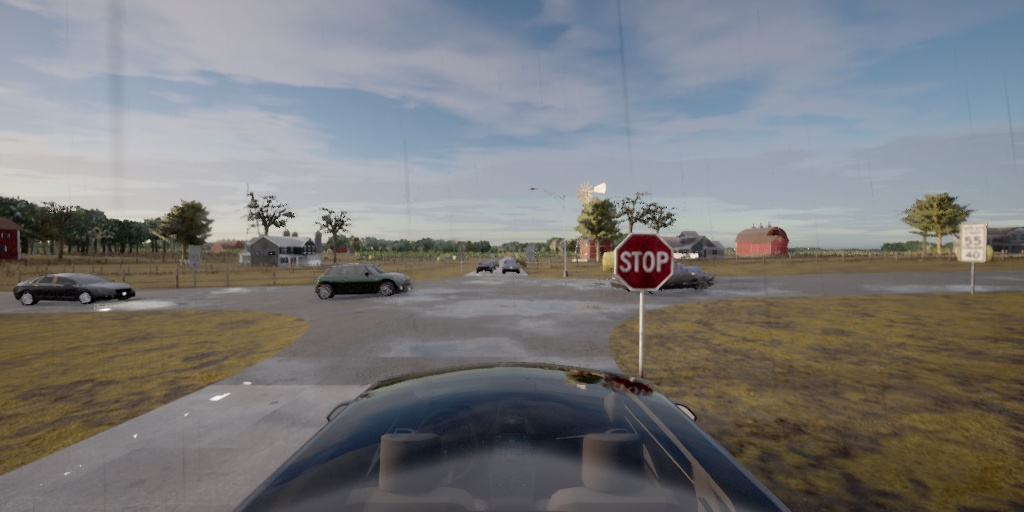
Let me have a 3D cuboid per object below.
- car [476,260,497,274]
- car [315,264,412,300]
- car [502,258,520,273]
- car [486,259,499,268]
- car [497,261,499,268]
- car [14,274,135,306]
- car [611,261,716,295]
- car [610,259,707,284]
[{"bbox_3d":[-3.090,1.325,41.304,1.895,1.301,4.718,0,0,-1],"label":"car"},{"bbox_3d":[-7.615,1.211,18.675,4.553,1.767,2.097,-2,0,0],"label":"car"},{"bbox_3d":[-0.135,1.287,42.665,1.994,1.385,4.181,0,0,-1],"label":"car"},{"bbox_3d":[-3.207,1.297,60.885,1.994,1.385,4.181,0,0,0],"label":"car"},{"bbox_3d":[-3.186,1.326,50.958,1.895,1.301,4.718,0,0,0],"label":"car"},{"bbox_3d":[-22.556,1.688,18.605,4.892,1.490,1.837,1,1,0],"label":"car"},{"bbox_3d":[7.698,1.113,18.275,5.357,1.411,2.033,-2,1,-20],"label":"car"},{"bbox_3d":[9.139,0.983,22.839,5.357,1.411,2.033,-1,1,9],"label":"car"}]
